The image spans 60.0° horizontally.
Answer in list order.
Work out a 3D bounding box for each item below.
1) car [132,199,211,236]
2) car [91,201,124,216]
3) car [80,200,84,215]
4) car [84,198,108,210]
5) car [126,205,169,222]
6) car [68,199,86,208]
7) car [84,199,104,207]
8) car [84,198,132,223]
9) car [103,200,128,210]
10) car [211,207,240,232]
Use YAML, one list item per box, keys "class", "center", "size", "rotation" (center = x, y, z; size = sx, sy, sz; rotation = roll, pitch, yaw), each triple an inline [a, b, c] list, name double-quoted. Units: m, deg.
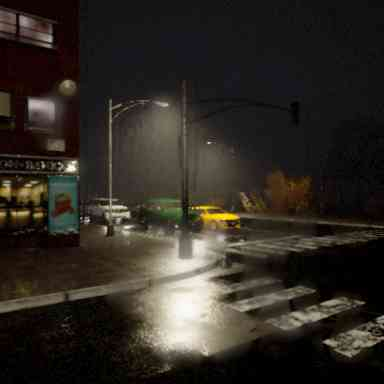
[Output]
- class: "car"
  center: [-1.491, 1.493, 21.032]
  size: [2.150, 2.045, 5.566]
  rotation: [0, 0, -34]
- class: "car"
  center: [-9.957, 1.884, 38.707]
  size: [2.128, 1.511, 4.902]
  rotation: [0, 0, -35]
- class: "car"
  center: [-13.213, 1.763, 37.693]
  size: [2.097, 1.767, 4.553]
  rotation: [0, 0, -35]
- class: "car"
  center: [-15.029, 1.832, 51.902]
  size: [2.097, 1.767, 4.553]
  rotation: [0, 0, -35]
- class: "car"
  center: [-4.185, 1.925, 30.483]
  size: [1.895, 1.301, 4.718]
  rotation: [0, 0, -35]
- class: "car"
  center: [-20.900, 2.080, 60.241]
  size: [1.812, 1.442, 4.674]
  rotation: [0, 0, -35]
- class: "car"
  center: [-18.476, 2.039, 62.456]
  size: [2.128, 1.511, 4.902]
  rotation: [0, 0, -35]
- class: "car"
  center: [-7.463, 1.563, 29.500]
  size: [2.150, 2.045, 5.566]
  rotation: [0, 0, -34]
- class: "car"
  center: [-12.446, 2.018, 53.872]
  size: [2.033, 1.411, 5.357]
  rotation: [0, 0, -36]
- class: "car"
  center: [1.190, 1.738, 22.846]
  size: [1.882, 1.535, 5.008]
  rotation: [0, 0, -35]
